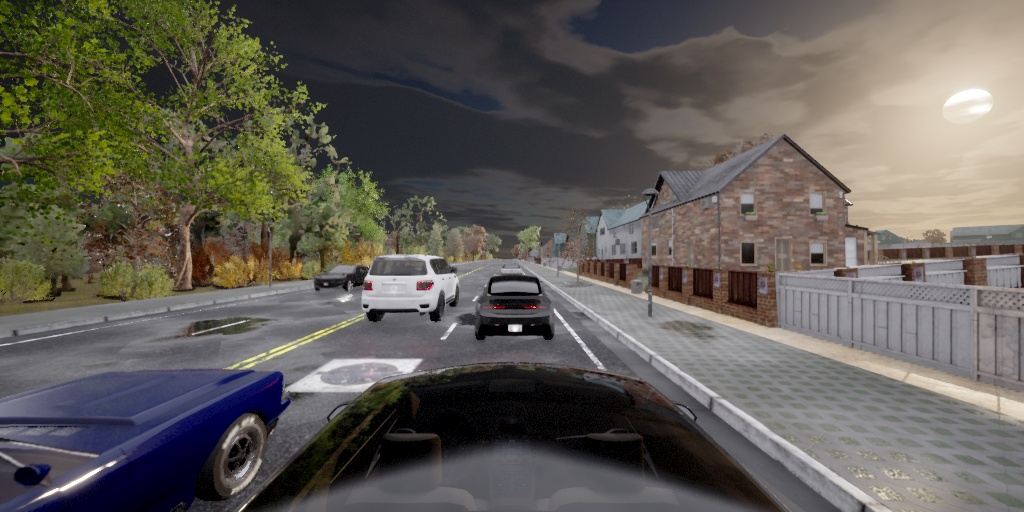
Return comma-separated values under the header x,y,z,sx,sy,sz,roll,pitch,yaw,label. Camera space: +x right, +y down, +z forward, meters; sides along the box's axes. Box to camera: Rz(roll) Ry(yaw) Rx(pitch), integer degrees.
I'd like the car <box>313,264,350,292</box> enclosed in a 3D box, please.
x,y,z,sx,sy,sz,roll,pitch,yaw,label
-9.967,1.234,21.657,1.882,1.535,5.008,0,0,0,car

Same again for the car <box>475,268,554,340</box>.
x,y,z,sx,sy,sz,roll,pitch,yaw,label
0.052,1.258,9.929,1.837,1.490,4.892,0,0,0,car

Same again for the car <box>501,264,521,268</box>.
x,y,z,sx,sy,sz,roll,pitch,yaw,label
-0.088,1.364,33.340,1.895,1.301,4.718,0,0,-2,car

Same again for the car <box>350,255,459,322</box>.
x,y,z,sx,sy,sz,roll,pitch,yaw,label
-3.211,0.975,12.392,2.150,2.045,5.566,0,0,0,car

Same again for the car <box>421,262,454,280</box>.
x,y,z,sx,sy,sz,roll,pitch,yaw,label
-6.787,1.310,33.240,2.033,1.411,5.357,0,0,0,car

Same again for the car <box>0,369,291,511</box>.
x,y,z,sx,sy,sz,roll,pitch,yaw,label
-3.152,1.351,1.478,1.895,1.301,4.718,0,0,-1,car
